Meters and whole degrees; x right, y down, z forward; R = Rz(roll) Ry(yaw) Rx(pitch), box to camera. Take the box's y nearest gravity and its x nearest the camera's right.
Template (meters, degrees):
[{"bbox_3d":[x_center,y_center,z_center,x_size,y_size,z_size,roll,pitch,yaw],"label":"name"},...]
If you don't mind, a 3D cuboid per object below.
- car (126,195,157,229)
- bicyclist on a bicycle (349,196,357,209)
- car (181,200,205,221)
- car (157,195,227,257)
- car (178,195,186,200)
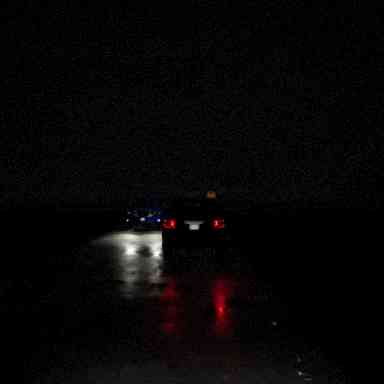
[{"bbox_3d":[-2.838,1.203,21.932,2.150,2.045,5.566,0,0,0],"label":"car"},{"bbox_3d":[19.948,1.319,41.253,0.582,1.620,1.656,0,0,0],"label":"bicyclist on a bicycle"},{"bbox_3d":[0.075,1.458,28.051,1.882,1.535,5.008,0,0,0],"label":"car"},{"bbox_3d":[0.077,1.205,12.988,2.150,2.045,5.566,0,-1,0],"label":"car"},{"bbox_3d":[-2.754,1.536,90.121,1.994,1.385,4.181,0,0,0],"label":"car"}]
